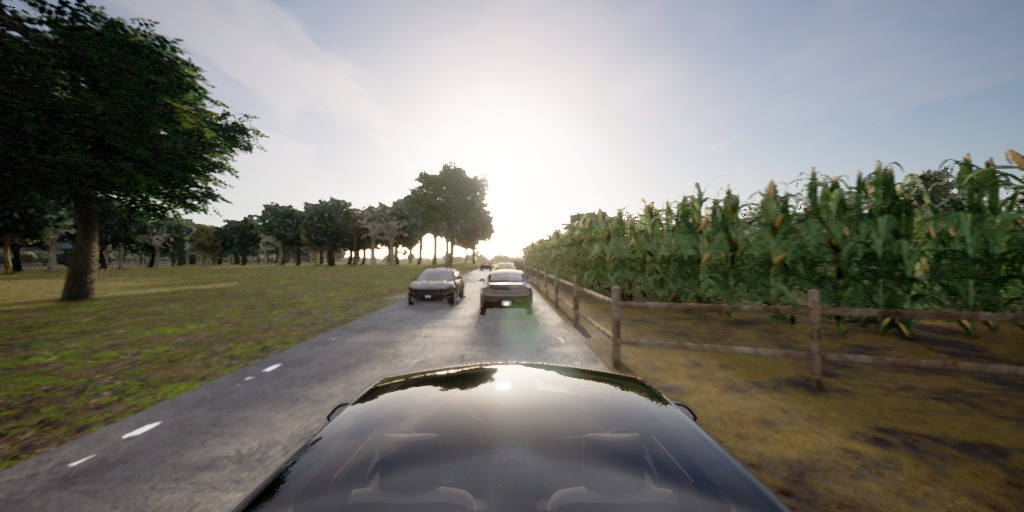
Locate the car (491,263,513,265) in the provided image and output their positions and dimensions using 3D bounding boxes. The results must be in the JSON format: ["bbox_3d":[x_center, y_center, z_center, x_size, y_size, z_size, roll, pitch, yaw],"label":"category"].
[{"bbox_3d":[-0.612,1.325,32.234,1.882,1.535,5.008,0,0,-1],"label":"car"}]

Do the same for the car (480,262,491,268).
[{"bbox_3d":[-4.029,1.574,56.173,1.895,1.301,4.718,0,0,-1],"label":"car"}]

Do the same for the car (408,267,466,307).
[{"bbox_3d":[-3.219,1.261,16.037,1.882,1.535,5.008,0,0,-1],"label":"car"}]

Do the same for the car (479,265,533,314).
[{"bbox_3d":[-0.228,1.286,13.979,1.837,1.490,4.892,0,0,-1],"label":"car"}]
